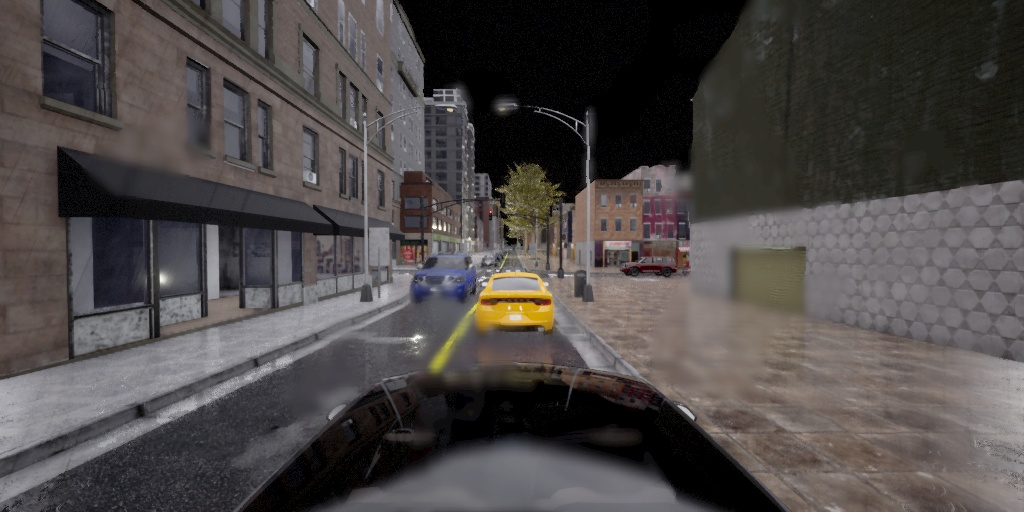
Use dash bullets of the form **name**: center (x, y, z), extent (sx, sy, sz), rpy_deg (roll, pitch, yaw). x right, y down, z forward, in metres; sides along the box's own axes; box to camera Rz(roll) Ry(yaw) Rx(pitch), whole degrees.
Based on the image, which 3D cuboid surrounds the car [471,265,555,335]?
- **car**: center (0.097, 1.206, 10.467), extent (1.882, 1.535, 5.008), rpy_deg (0, 0, 0)

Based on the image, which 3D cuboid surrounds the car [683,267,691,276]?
- **car**: center (18.109, 1.296, 33.449), extent (4.207, 1.307, 1.802), rpy_deg (0, 0, 0)

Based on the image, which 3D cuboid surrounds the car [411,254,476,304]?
- **car**: center (-2.847, 0.909, 16.190), extent (2.150, 2.045, 5.566), rpy_deg (0, 0, 0)

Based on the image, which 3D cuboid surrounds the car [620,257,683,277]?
- **car**: center (12.707, 0.952, 33.440), extent (5.009, 1.841, 2.192), rpy_deg (0, 0, 0)

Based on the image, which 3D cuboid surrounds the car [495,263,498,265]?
- **car**: center (0.071, 1.250, 19.909), extent (1.895, 1.301, 4.718), rpy_deg (0, 1, 0)

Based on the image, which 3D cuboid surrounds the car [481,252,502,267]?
- **car**: center (-2.833, 0.613, 46.024), extent (2.128, 1.511, 4.902), rpy_deg (0, 2, 1)
